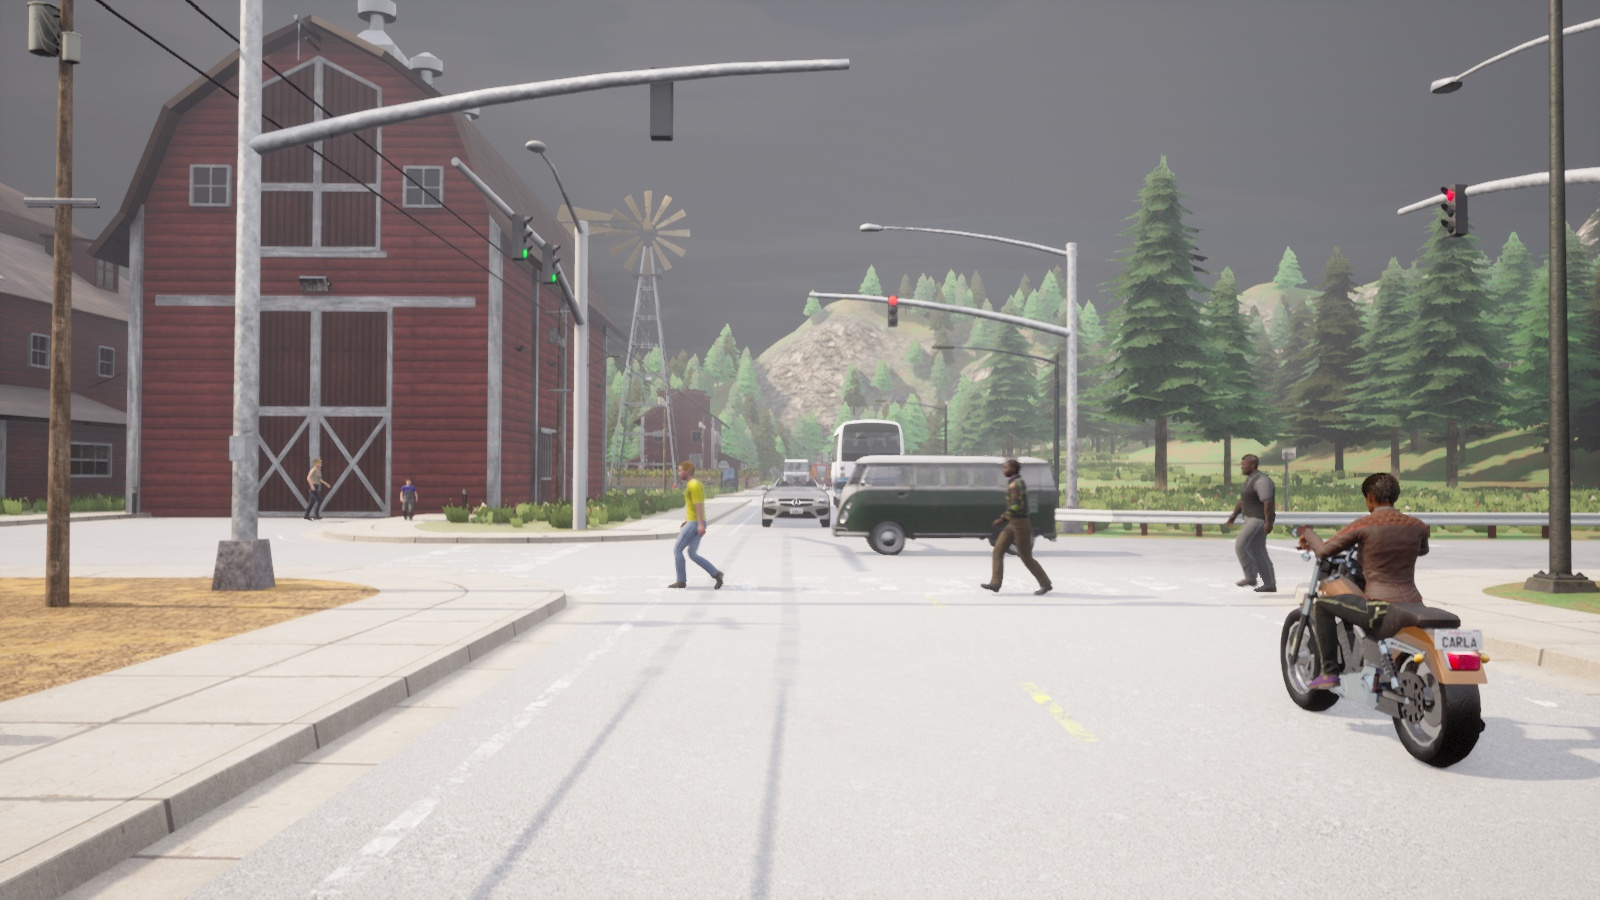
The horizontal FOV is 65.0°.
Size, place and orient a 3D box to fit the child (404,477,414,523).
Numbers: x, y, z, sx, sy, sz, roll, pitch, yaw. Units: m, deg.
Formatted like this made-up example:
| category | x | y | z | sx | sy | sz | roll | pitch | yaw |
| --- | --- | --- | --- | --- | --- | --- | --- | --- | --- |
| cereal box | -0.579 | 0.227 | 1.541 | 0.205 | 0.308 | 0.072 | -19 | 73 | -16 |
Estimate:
| category | x | y | z | sx | sy | sz | roll | pitch | yaw |
| --- | --- | --- | --- | --- | --- | --- | --- | --- | --- |
| child | -10.707 | 1.365 | 34.393 | 0.270 | 1.263 | 0.437 | 0 | -1 | -18 |

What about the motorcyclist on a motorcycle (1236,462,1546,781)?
| category | x | y | z | sx | sy | sz | roll | pitch | yaw |
| --- | --- | --- | --- | --- | --- | --- | --- | --- | --- |
| motorcyclist on a motorcycle | 3.479 | 0.916 | 7.706 | 0.766 | 1.649 | 2.350 | 0 | -1 | 0 |

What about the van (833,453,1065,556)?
| category | x | y | z | sx | sy | sz | roll | pitch | yaw |
| --- | --- | --- | --- | --- | --- | --- | --- | --- | --- |
| van | 2.943 | 1.075 | 25.420 | 4.442 | 1.987 | 1.775 | 0 | -1 | -1 |

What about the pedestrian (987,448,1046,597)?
| category | x | y | z | sx | sy | sz | roll | pitch | yaw |
| --- | --- | --- | --- | --- | --- | --- | --- | --- | --- |
| pedestrian | 2.824 | 0.943 | 16.439 | 0.692 | 1.930 | 0.395 | 0 | -1 | 1 |

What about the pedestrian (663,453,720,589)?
| category | x | y | z | sx | sy | sz | roll | pitch | yaw |
| --- | --- | --- | --- | --- | --- | --- | --- | --- | --- |
| pedestrian | -1.485 | 0.960 | 17.183 | 0.706 | 1.836 | 0.354 | 0 | -1 | 7 |

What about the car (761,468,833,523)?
| category | x | y | z | sx | sy | sz | roll | pitch | yaw |
| --- | --- | --- | --- | --- | --- | --- | --- | --- | --- |
| car | -0.109 | 1.429 | 40.277 | 2.152 | 1.651 | 5.027 | 0 | -1 | 0 |

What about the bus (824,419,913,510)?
| category | x | y | z | sx | sy | sz | roll | pitch | yaw |
| --- | --- | --- | --- | --- | --- | --- | --- | --- | --- |
| bus | 3.323 | 0.754 | 64.242 | 3.944 | 4.253 | 10.273 | 0 | -1 | 0 |

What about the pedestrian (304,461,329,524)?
| category | x | y | z | sx | sy | sz | roll | pitch | yaw |
| --- | --- | --- | --- | --- | --- | --- | --- | --- | --- |
| pedestrian | -14.255 | 1.256 | 37.018 | 0.594 | 1.836 | 0.345 | 0 | -1 | -4 |

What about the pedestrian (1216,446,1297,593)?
| category | x | y | z | sx | sy | sz | roll | pitch | yaw |
| --- | --- | --- | --- | --- | --- | --- | --- | --- | --- |
| pedestrian | 5.947 | 0.899 | 16.377 | 0.849 | 1.883 | 0.563 | 0 | -1 | 4 |
